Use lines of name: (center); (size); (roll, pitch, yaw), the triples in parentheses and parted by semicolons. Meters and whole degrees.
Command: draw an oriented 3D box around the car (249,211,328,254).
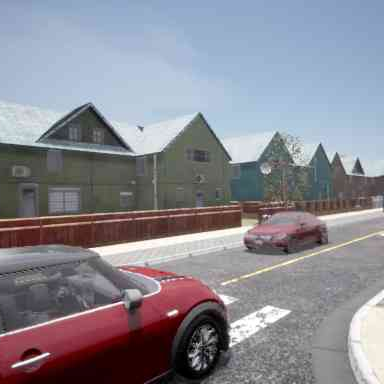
car: (4.021, 1.547, 13.729); (1.812, 1.442, 4.674); (-2, -1, 44)

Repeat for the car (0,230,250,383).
car: (-1.586, 1.388, 3.667); (2.097, 1.767, 4.553); (-2, 0, 44)
